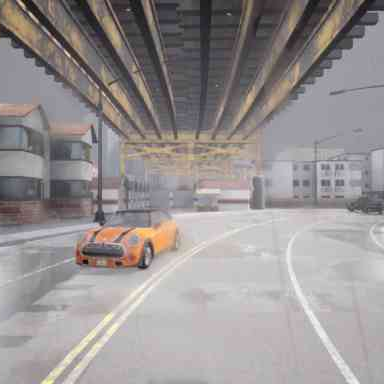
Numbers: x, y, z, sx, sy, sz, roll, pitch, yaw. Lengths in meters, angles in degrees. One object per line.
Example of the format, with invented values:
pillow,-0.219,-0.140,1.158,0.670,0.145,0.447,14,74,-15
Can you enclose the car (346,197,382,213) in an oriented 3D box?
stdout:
car,22.207,1.616,42.280,5.566,2.045,2.150,2,-2,-27

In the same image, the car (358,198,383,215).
car,21.416,1.772,37.477,4.902,1.511,2.128,2,-1,-32

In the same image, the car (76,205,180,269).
car,-1.935,1.363,11.317,2.097,1.767,4.553,0,0,14
